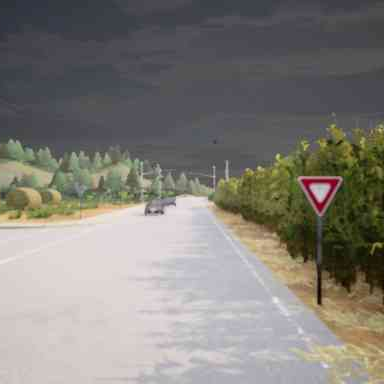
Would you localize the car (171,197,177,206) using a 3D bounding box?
[{"bbox_3d":[-3.490,1.541,53.578,1.837,1.490,4.892,0,-1,1],"label":"car"}]

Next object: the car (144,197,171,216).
[{"bbox_3d":[-3.580,1.512,33.037,2.128,1.511,4.902,0,0,0],"label":"car"}]
